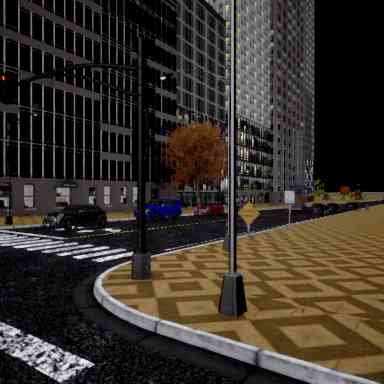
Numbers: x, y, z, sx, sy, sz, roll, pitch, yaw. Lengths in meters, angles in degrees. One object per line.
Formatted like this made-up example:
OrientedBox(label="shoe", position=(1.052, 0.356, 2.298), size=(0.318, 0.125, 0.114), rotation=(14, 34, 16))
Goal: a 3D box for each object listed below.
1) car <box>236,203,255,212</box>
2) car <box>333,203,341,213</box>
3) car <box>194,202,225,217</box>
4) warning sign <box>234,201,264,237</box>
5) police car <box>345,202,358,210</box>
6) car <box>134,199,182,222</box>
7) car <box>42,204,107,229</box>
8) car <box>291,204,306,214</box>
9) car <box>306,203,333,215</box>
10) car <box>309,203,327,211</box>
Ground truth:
OrientedBox(label="car", position=(7.630, 2.371, 48.835), size=(2.033, 1.411, 5.357), rotation=(0, -1, 33))
OrientedBox(label="car", position=(23.166, 2.575, 54.659), size=(1.837, 1.490, 4.892), rotation=(0, -1, 33))
OrientedBox(label="car", position=(2.129, 1.995, 40.378), size=(2.097, 1.767, 4.553), rotation=(0, -1, 33))
OrientedBox(label="warning sign", position=(3.164, 1.454, 18.528), size=(1.300, 1.860, 1.060), rotation=(1, 1, 33))
OrientedBox(label="police car", position=(31.586, 2.739, 65.790), size=(1.930, 1.638, 5.238), rotation=(0, -1, 33))
OrientedBox(label="car", position=(-3.171, 1.689, 32.166), size=(2.150, 2.045, 5.566), rotation=(0, -1, 33))
OrientedBox(label="car", position=(-8.390, 1.648, 24.075), size=(2.097, 1.767, 4.553), rotation=(0, -1, 33))
OrientedBox(label="car", position=(16.385, 2.481, 50.122), size=(2.033, 1.411, 5.357), rotation=(0, -1, 32))
OrientedBox(label="car", position=(17.765, 2.399, 46.272), size=(1.837, 1.490, 4.892), rotation=(0, -1, 33))
OrientedBox(label="car", position=(22.812, 2.690, 60.097), size=(2.033, 1.411, 5.357), rotation=(0, -1, 33))
